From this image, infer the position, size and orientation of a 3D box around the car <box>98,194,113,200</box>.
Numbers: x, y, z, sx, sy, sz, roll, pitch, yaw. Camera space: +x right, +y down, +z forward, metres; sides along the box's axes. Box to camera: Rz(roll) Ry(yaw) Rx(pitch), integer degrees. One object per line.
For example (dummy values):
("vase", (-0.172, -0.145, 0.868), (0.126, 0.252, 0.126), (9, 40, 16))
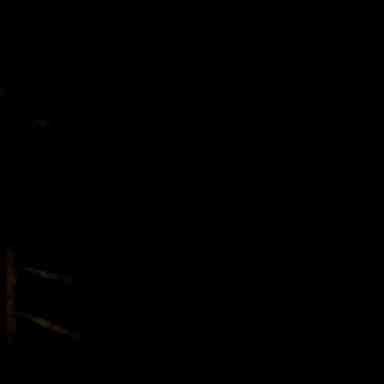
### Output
("car", (-19.586, 1.206, 73.864), (1.837, 1.490, 4.892), (0, 0, 36))

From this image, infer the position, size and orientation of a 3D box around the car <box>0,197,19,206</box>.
("car", (-30.629, 1.600, 53.729), (1.882, 1.535, 5.008), (0, 0, 36))
